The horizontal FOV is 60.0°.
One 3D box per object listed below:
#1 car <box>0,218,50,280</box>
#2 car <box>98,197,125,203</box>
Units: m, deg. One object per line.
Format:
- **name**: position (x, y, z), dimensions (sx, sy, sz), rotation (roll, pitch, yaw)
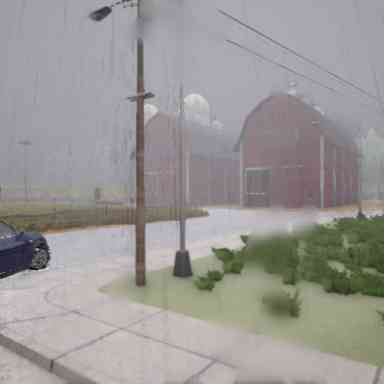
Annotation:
- **car**: position (-5.431, 1.358, 8.173), dimensions (2.097, 1.767, 4.553), rotation (0, 0, 4)
- **car**: position (-11.594, 1.507, 47.614), dimensions (5.008, 1.535, 1.882), rotation (0, 0, 34)
